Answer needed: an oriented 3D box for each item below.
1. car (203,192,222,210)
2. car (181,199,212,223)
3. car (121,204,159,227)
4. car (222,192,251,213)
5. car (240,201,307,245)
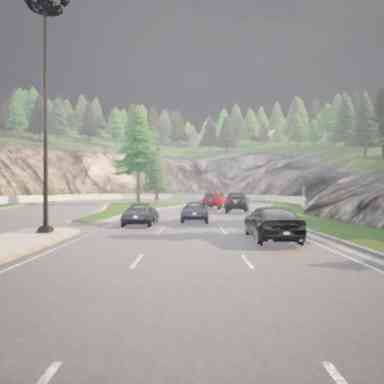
[{"bbox_3d":[2.834,1.032,40.315,2.150,2.045,5.566,0,0,16],"label":"car"},{"bbox_3d":[0.238,1.447,24.691,1.994,1.385,4.181,0,0,2],"label":"car"},{"bbox_3d":[-3.349,1.460,21.883,1.994,1.385,4.181,0,0,1],"label":"car"},{"bbox_3d":[4.731,1.060,34.102,2.150,2.045,5.566,0,0,13],"label":"car"},{"bbox_3d":[3.601,1.406,15.109,1.882,1.535,5.008,0,0,0],"label":"car"}]
